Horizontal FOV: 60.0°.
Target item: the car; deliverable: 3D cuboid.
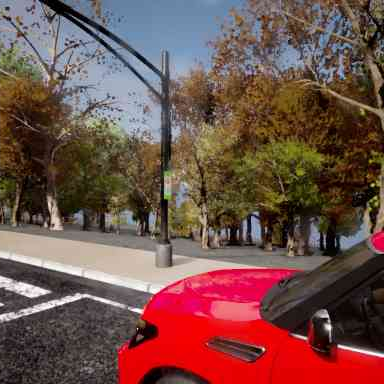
[{"bbox_3d":[2.005,1.222,2.283,5.566,2.045,2.150,0,0,34],"label":"car"}]
